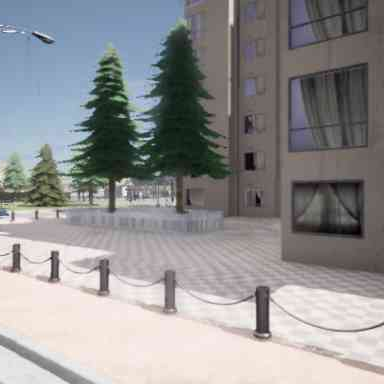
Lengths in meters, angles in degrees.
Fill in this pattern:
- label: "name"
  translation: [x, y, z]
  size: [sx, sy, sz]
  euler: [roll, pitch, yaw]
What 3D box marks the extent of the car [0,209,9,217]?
- label: "car"
  translation: [-17.417, 1.510, 25.977]
  size: [2.033, 1.411, 5.357]
  euler: [0, 0, 42]
